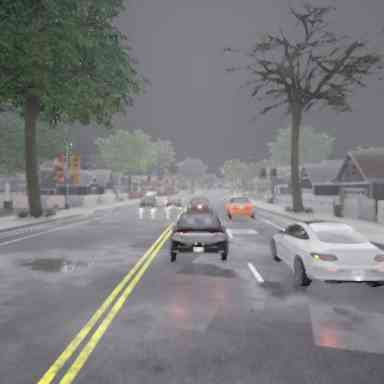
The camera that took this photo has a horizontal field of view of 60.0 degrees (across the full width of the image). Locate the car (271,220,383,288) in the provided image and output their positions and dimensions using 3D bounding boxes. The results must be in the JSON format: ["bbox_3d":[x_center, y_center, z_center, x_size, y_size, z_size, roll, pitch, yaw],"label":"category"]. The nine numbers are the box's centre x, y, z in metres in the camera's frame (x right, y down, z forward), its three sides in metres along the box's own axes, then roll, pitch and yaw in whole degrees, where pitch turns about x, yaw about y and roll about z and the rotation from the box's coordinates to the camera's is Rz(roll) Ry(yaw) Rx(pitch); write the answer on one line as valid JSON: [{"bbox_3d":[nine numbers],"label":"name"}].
[{"bbox_3d":[3.443,1.482,9.056,1.812,1.442,4.674,0,0,2],"label":"car"}]

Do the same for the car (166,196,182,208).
[{"bbox_3d":[-2.346,1.273,44.170,1.812,1.442,4.674,0,0,2],"label":"car"}]

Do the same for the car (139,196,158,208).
[{"bbox_3d":[-5.620,1.256,43.399,1.837,1.490,4.892,0,0,2],"label":"car"}]

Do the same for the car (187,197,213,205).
[{"bbox_3d":[0.665,1.200,28.101,2.097,1.767,4.553,0,0,2],"label":"car"}]

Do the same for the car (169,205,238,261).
[{"bbox_3d":[0.265,1.430,11.994,2.128,1.511,4.902,0,0,2],"label":"car"}]

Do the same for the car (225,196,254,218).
[{"bbox_3d":[3.914,1.203,28.011,2.097,1.767,4.553,0,0,2],"label":"car"}]
